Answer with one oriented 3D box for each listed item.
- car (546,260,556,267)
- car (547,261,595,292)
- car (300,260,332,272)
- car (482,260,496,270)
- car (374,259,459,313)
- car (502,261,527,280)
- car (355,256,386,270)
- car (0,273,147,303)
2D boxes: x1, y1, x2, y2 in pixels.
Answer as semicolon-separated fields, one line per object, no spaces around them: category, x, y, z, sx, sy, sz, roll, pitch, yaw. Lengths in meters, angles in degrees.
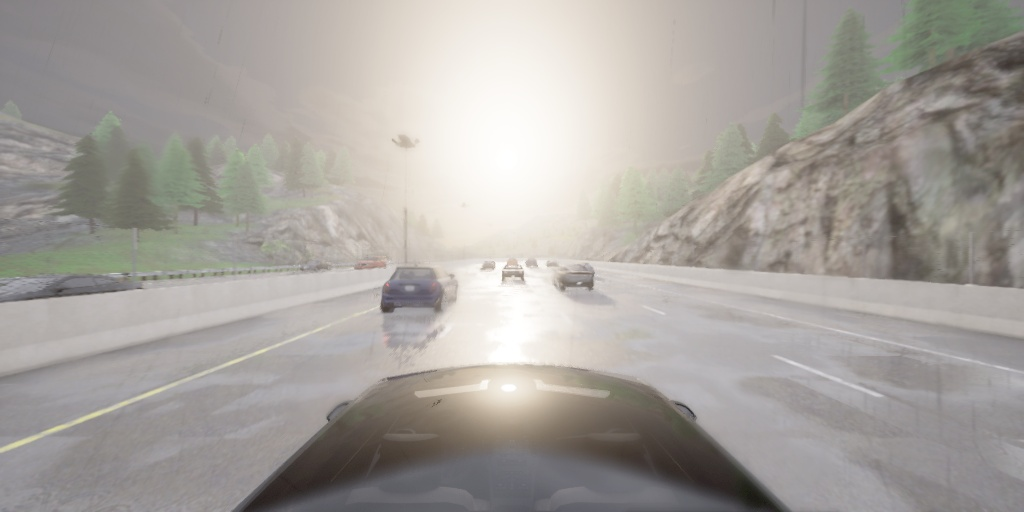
car;7.085;1.368;64.190;1.895;1.301;4.718;0;0;0
car;3.594;1.247;21.475;2.128;1.511;4.902;0;0;0
car;-24.555;1.251;45.111;2.128;1.511;4.902;0;0;1
car;-3.401;1.311;53.562;2.033;1.411;5.357;0;0;0
car;-3.400;1.105;14.047;2.097;1.767;4.553;0;0;0
car;0.090;1.359;31.101;1.895;1.301;4.718;0;0;0
car;-17.566;0.973;45.316;2.150;2.045;5.566;0;0;1
car;-14.093;1.277;11.102;1.812;1.442;4.674;0;0;0
